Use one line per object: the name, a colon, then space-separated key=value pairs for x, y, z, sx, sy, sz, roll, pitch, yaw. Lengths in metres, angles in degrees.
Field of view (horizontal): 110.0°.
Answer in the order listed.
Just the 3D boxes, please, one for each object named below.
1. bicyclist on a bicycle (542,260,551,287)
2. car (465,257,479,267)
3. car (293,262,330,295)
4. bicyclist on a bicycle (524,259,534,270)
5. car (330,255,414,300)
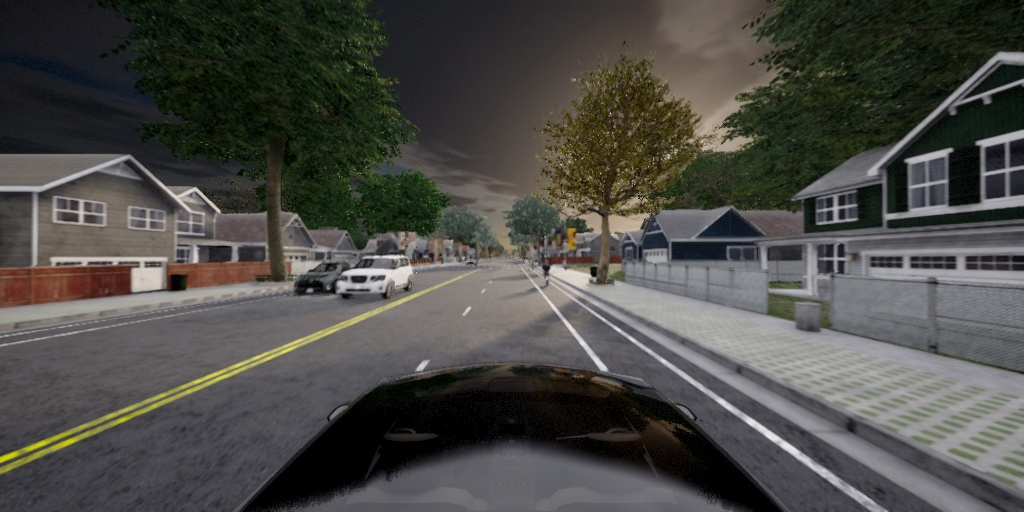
bicyclist on a bicycle: x=2.235 y=1.115 z=23.400 sx=0.659 sy=1.776 sz=1.843 roll=0 pitch=0 yaw=0
car: x=-6.518 y=0.931 z=58.989 sx=2.033 sy=1.411 sz=5.357 roll=0 pitch=0 yaw=0
car: x=-9.854 y=1.097 z=19.734 sx=2.097 sy=1.767 sz=4.553 roll=0 pitch=0 yaw=0
bicyclist on a bicycle: x=2.788 y=1.192 z=50.257 sx=0.866 sy=1.612 sz=1.509 roll=-14 pitch=2 yaw=-9
car: x=-6.605 y=0.967 z=18.116 sx=2.150 sy=2.045 sz=5.566 roll=0 pitch=0 yaw=0
